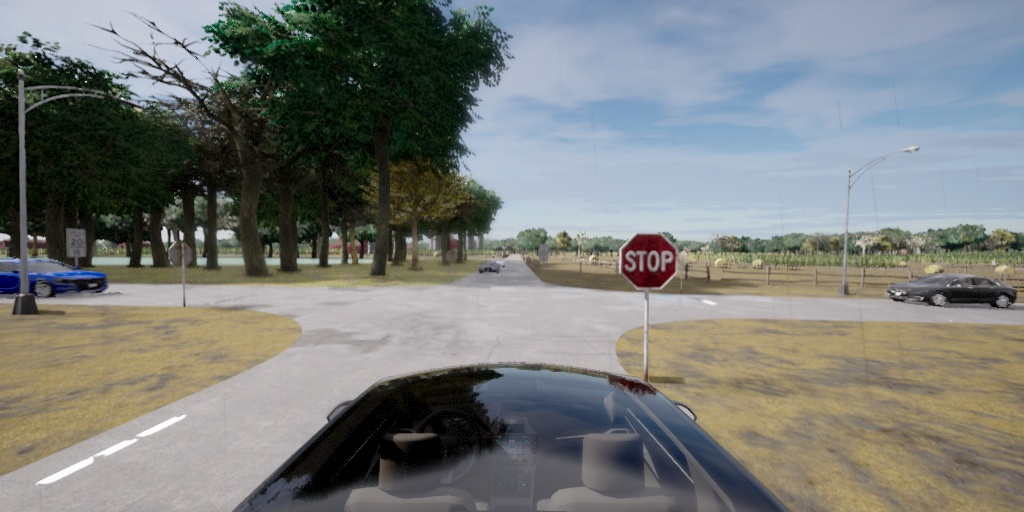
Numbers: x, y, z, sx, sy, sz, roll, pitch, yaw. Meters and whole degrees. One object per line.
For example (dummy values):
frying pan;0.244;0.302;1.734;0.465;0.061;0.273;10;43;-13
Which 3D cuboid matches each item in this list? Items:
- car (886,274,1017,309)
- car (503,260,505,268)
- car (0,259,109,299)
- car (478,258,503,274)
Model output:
car;21.116;1.650;17.331;4.892;1.490;1.837;1;1;1
car;-2.083;1.059;53.826;1.812;1.442;4.674;0;0;1
car;-19.825;0.887;14.842;5.008;1.535;1.882;1;1;1
car;-2.333;1.178;37.555;1.994;1.385;4.181;0;0;1
